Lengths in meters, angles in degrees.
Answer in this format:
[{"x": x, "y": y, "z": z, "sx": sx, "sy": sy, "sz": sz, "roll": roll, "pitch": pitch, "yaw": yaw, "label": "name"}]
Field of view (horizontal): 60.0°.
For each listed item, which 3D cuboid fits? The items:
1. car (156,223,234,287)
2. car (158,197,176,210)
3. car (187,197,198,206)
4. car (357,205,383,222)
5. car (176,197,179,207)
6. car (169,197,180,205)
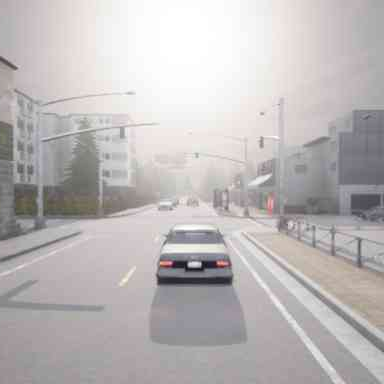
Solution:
[{"x": 0.071, "y": 1.591, "z": 9.543, "sx": 2.033, "sy": 1.411, "sz": 5.357, "roll": 0, "pitch": 0, "yaw": 0, "label": "car"}, {"x": -3.572, "y": 1.732, "z": 45.529, "sx": 1.812, "sy": 1.442, "sz": 4.674, "roll": 0, "pitch": 0, "yaw": 0, "label": "car"}, {"x": 0.135, "y": 1.633, "z": 62.141, "sx": 2.097, "sy": 1.767, "sz": 4.553, "roll": 0, "pitch": 0, "yaw": 0, "label": "car"}, {"x": 16.732, "y": 1.872, "z": 29.011, "sx": 4.181, "sy": 1.385, "sz": 1.994, "roll": 0, "pitch": 0, "yaw": 0, "label": "car"}, {"x": -3.554, "y": 1.756, "z": 55.533, "sx": 1.837, "sy": 1.490, "sz": 4.892, "roll": 0, "pitch": 0, "yaw": 0, "label": "car"}, {"x": -3.494, "y": 1.775, "z": 65.674, "sx": 1.882, "sy": 1.535, "sz": 5.008, "roll": 0, "pitch": 0, "yaw": 0, "label": "car"}]
